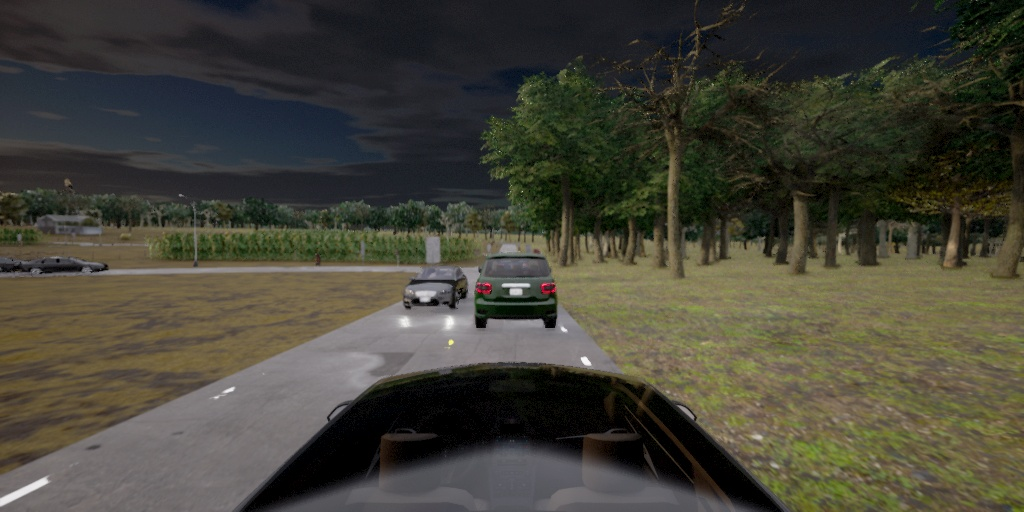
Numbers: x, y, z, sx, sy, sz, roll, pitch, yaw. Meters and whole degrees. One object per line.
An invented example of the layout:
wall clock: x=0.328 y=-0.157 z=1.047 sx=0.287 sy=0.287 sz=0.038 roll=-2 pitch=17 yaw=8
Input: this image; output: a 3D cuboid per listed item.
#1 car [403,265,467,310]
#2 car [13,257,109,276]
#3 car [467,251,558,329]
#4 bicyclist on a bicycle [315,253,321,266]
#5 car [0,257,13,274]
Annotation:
car: x=-2.850 y=1.142 z=14.222 sx=2.128 sy=1.511 sz=4.902 roll=0 pitch=1 yaw=0
car: x=-38.724 y=0.850 z=31.188 sx=4.892 sy=1.490 sz=1.837 roll=0 pitch=2 yaw=-31
car: x=0.095 y=0.902 z=11.121 sx=2.150 sy=2.045 sz=5.566 roll=0 pitch=1 yaw=0
bicyclist on a bicycle: x=-23.475 y=0.448 z=43.391 sx=0.582 sy=1.620 sz=1.656 roll=0 pitch=1 yaw=-11
car: x=-45.297 y=0.777 z=30.345 sx=4.892 sy=1.490 sz=1.837 roll=-1 pitch=3 yaw=-36
